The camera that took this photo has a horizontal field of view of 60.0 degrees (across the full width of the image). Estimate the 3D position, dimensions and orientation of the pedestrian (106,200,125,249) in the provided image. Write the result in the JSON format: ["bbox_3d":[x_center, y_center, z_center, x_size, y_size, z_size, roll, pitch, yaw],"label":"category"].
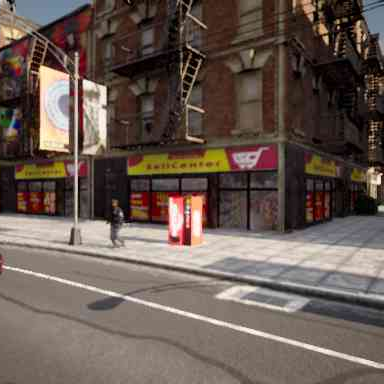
[{"bbox_3d":[-2.722,1.107,11.906,0.375,1.860,0.375,0,0,33],"label":"pedestrian"}]

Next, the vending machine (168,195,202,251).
[{"bbox_3d":[-0.266,1.166,13.122,0.880,2.100,1.100,0,0,34],"label":"vending machine"}]

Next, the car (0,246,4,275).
[{"bbox_3d":[-6.575,1.487,8.237,4.674,1.442,1.812,0,0,31],"label":"car"}]
